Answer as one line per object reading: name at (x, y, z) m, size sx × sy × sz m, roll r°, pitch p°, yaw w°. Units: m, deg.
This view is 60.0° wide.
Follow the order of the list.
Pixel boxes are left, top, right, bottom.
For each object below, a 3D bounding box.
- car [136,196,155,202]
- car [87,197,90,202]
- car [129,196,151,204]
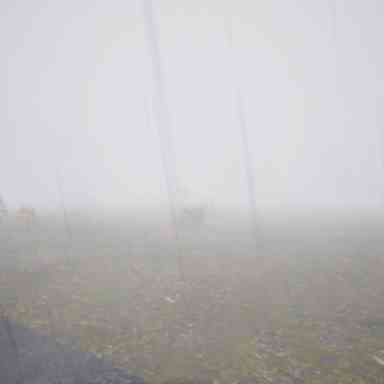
car at (-11.324, 1.662, 80.713) m, size 1.837 × 1.490 × 4.892 m, roll 0°, pitch 0°, yaw 34°
car at (-21.767, 1.593, 65.133) m, size 1.882 × 1.535 × 5.008 m, roll 0°, pitch 0°, yaw 34°
car at (-10.926, 1.650, 68.727) m, size 2.128 × 1.511 × 4.902 m, roll 0°, pitch 0°, yaw 33°
